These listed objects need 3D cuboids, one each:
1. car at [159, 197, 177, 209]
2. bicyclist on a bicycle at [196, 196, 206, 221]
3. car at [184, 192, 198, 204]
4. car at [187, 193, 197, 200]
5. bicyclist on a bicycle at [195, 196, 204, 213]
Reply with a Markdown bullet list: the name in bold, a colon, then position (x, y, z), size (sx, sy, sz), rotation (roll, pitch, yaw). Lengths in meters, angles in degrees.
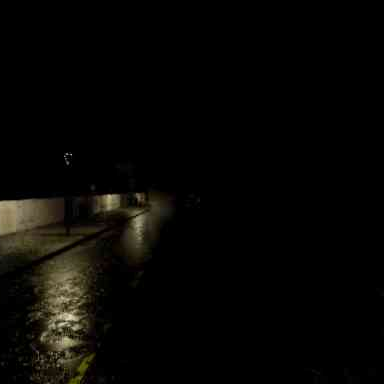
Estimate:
- **car**: position (-2.844, 1.288, 40.269), size (1.994, 1.385, 4.181), rotation (0, 0, 0)
- **bicyclist on a bicycle**: position (0.754, 1.284, 23.739), size (0.582, 1.620, 1.656), rotation (0, 0, 0)
- **car**: position (0.090, 1.155, 55.522), size (1.812, 1.442, 4.674), rotation (0, 0, 0)
- **car**: position (-0.006, 1.048, 73.959), size (2.128, 1.511, 4.902), rotation (0, 0, 0)
- **bicyclist on a bicycle**: position (0.747, 1.208, 32.901), size (0.866, 1.612, 1.509), rotation (0, 1, 0)
